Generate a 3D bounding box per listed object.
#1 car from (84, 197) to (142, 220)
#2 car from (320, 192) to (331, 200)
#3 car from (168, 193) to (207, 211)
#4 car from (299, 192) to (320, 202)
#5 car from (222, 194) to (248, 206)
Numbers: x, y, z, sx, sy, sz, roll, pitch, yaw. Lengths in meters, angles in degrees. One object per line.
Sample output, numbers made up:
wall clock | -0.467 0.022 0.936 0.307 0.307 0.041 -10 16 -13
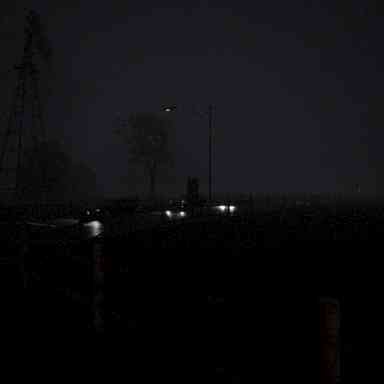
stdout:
car | -5.992 1.206 25.663 1.837 1.490 4.892 1 2 35
car | 24.707 0.710 62.577 1.994 1.385 4.181 1 1 36
car | -0.350 0.924 33.614 2.097 1.767 4.553 1 2 35
car | 18.910 0.800 54.392 1.812 1.442 4.674 1 2 35
car | 5.424 1.005 41.760 1.994 1.385 4.181 1 2 35
